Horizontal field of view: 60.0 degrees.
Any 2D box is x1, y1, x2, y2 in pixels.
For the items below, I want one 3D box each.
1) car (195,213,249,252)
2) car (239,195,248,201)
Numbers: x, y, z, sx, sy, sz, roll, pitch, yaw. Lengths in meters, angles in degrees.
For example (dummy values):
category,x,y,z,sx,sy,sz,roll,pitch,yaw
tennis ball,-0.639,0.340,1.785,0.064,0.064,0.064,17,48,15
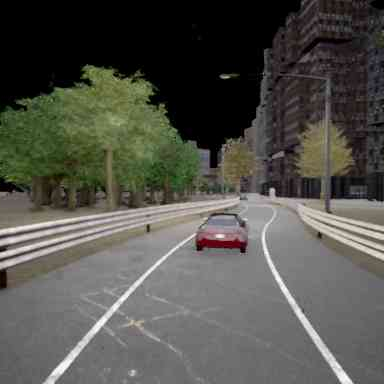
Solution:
category,x,y,z,sx,sy,sz,roll,pitch,yaw
car,1.382,1.572,14.062,1.994,1.385,4.181,0,0,10
car,12.401,1.479,81.759,1.812,1.442,4.674,0,0,-3
